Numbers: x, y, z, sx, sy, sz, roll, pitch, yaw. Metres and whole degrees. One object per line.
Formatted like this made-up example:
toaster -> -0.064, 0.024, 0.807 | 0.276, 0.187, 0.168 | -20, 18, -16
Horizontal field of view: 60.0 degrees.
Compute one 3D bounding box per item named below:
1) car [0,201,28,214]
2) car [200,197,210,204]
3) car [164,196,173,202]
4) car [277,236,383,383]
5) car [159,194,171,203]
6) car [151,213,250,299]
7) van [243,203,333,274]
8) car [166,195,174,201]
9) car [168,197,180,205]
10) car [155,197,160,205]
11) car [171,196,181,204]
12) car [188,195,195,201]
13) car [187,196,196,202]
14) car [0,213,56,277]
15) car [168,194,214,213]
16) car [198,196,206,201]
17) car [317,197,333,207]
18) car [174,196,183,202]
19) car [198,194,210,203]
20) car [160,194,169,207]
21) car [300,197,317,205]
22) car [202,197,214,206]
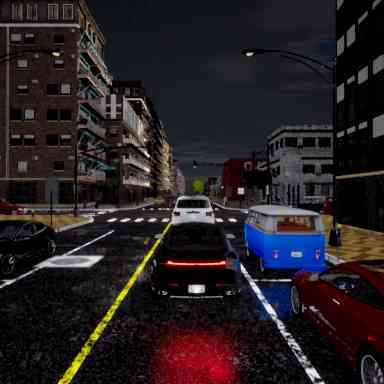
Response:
car -> -17.528, 1.535, 31.018 | 4.206, 1.307, 1.802 | 0, 0, 0
car -> 2.560, 1.634, 66.112 | 1.802, 1.307, 4.206 | 0, 0, 0
car -> -5.854, 1.631, 82.712 | 2.008, 1.369, 4.403 | 0, 0, 0
car -> 2.651, 1.582, 4.557 | 1.802, 1.307, 4.206 | 0, 0, 0
car -> -5.831, 1.375, 71.634 | 2.192, 1.841, 5.009 | 0, 0, 0
car -> 0.081, 1.506, 8.429 | 1.837, 1.490, 4.892 | 0, 0, 0
van -> 2.640, 1.343, 10.247 | 1.690, 1.788, 3.998 | 0, 0, 0
car -> -5.864, 1.617, 88.081 | 1.752, 1.417, 4.829 | 0, 0, 0
car -> -3.194, 1.643, 59.045 | 1.895, 1.301, 4.718 | 0, 0, 0
car -> -5.809, 1.569, 60.385 | 1.752, 1.417, 4.829 | 0, 0, 0
car -> -3.151, 1.580, 68.101 | 1.812, 1.442, 4.674 | 0, 0, 0
car -> -0.184, 1.640, 91.839 | 2.033, 1.411, 5.357 | 0, 0, 0
car -> -0.163, 1.618, 81.524 | 2.033, 1.411, 5.357 | 0, 0, 0
car -> -5.708, 1.567, 10.255 | 1.947, 1.339, 4.313 | 0, 0, 0
car -> 0.052, 1.227, 18.793 | 2.150, 2.045, 5.566 | 0, 0, 0
car -> 2.516, 1.643, 88.268 | 2.008, 1.369, 4.403 | 0, 0, 0
car -> 14.860, 1.359, 31.163 | 5.009, 1.841, 2.192 | 0, 0, 0
car -> -3.157, 1.624, 78.117 | 1.994, 1.385, 4.181 | 0, 0, 0
car -> 2.550, 1.376, 71.651 | 2.192, 1.841, 5.009 | 0, 0, 0
car -> -3.200, 1.382, 50.102 | 2.097, 1.767, 4.553 | 0, 0, 0
car -> 13.367, 1.559, 36.942 | 4.902, 1.511, 2.128 | 0, 0, 0
car -> 2.582, 1.562, 55.203 | 1.752, 1.417, 4.829 | 0, 0, 0
